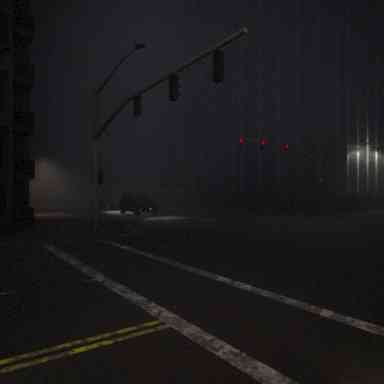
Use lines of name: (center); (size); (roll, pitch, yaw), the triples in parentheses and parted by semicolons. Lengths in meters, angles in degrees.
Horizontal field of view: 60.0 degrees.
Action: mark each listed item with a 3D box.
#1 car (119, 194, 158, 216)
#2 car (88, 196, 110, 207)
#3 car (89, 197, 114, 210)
car: (-5.503, 1.226, 33.568); (2.150, 2.045, 5.566); (0, 0, -35)
car: (-15.038, 1.483, 53.627); (1.882, 1.535, 5.008); (0, 0, -35)
car: (-11.494, 1.496, 42.150); (2.128, 1.511, 4.902); (0, 0, -35)
